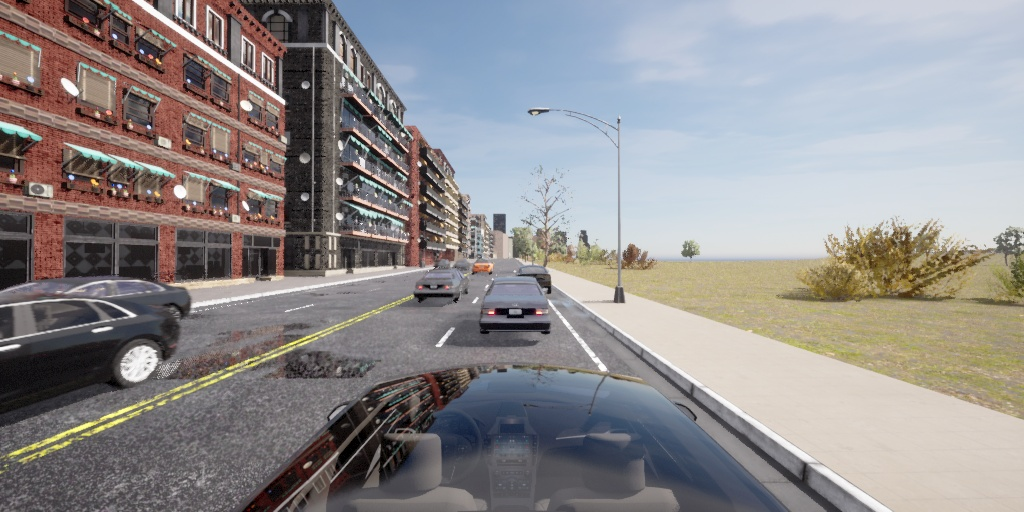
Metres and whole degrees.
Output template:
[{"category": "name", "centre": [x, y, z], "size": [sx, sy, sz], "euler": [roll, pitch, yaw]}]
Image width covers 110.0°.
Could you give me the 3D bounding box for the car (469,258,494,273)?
[{"category": "car", "centre": [-3.185, 1.103, 40.195], "size": [2.097, 1.767, 4.553], "euler": [0, 0, 0]}]

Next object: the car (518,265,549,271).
[{"category": "car", "centre": [1.119, 1.230, 20.327], "size": [1.882, 1.535, 5.008], "euler": [0, 0, 0]}]

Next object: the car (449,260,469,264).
[{"category": "car", "centre": [-6.641, 1.256, 47.476], "size": [1.837, 1.490, 4.892], "euler": [0, 0, 0]}]

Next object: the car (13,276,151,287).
[{"category": "car", "centre": [-9.857, 1.242, 7.978], "size": [2.128, 1.511, 4.902], "euler": [0, 0, 0]}]

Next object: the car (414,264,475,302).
[{"category": "car", "centre": [-3.165, 1.299, 17.012], "size": [2.033, 1.411, 5.357], "euler": [0, 0, 0]}]

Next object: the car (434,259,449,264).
[{"category": "car", "centre": [-9.892, 1.255, 51.081], "size": [1.837, 1.490, 4.892], "euler": [0, 0, 0]}]

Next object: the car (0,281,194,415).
[{"category": "car", "centre": [-6.603, 1.255, 4.104], "size": [1.837, 1.490, 4.892], "euler": [0, 0, 0]}]

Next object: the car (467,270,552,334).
[{"category": "car", "centre": [0.094, 1.299, 10.564], "size": [2.033, 1.411, 5.357], "euler": [0, 0, 0]}]
